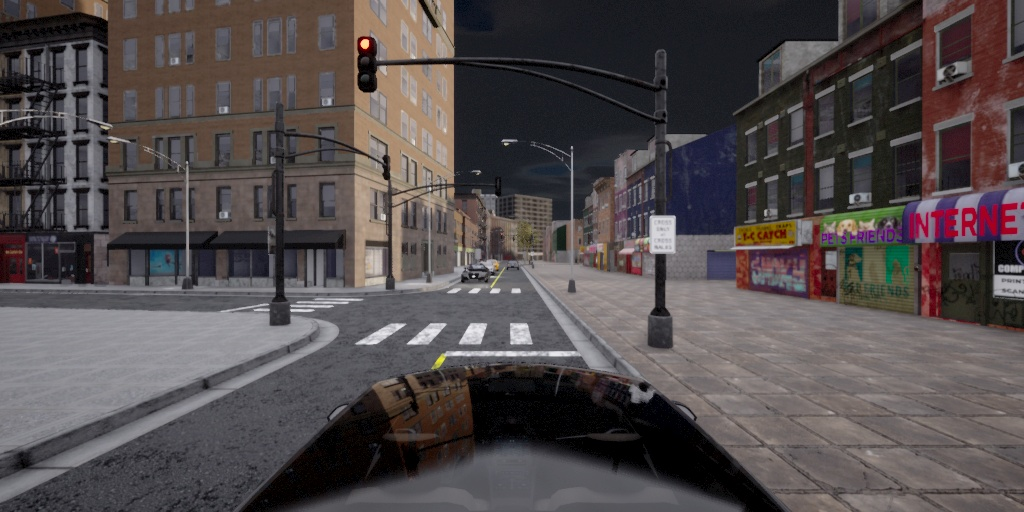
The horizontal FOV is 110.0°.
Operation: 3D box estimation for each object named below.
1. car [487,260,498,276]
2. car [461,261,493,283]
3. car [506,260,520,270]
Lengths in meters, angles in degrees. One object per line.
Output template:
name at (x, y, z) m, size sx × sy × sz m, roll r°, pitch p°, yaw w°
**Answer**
car at (-2.765, 1.276, 38.066) m, size 1.812 × 1.442 × 4.674 m, roll 0°, pitch 0°, yaw 0°
car at (-2.789, 1.313, 28.155) m, size 1.994 × 1.385 × 4.181 m, roll 0°, pitch 0°, yaw 0°
car at (0.120, 1.303, 52.780) m, size 2.033 × 1.411 × 5.357 m, roll 0°, pitch 0°, yaw 0°
